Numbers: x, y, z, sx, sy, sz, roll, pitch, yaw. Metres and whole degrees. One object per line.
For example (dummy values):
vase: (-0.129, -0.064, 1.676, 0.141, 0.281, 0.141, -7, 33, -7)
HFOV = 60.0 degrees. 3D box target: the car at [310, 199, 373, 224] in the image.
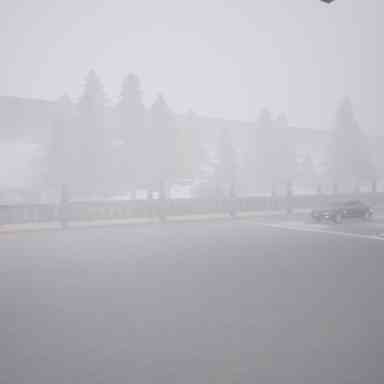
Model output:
car: (10.119, 1.234, 22.510, 4.892, 1.490, 1.837, -1, 0, -28)
